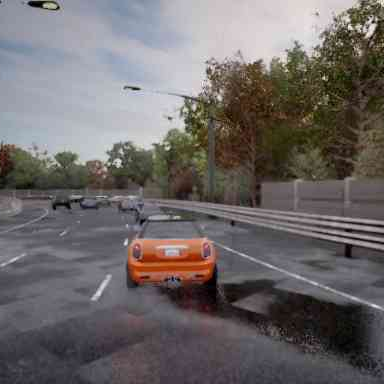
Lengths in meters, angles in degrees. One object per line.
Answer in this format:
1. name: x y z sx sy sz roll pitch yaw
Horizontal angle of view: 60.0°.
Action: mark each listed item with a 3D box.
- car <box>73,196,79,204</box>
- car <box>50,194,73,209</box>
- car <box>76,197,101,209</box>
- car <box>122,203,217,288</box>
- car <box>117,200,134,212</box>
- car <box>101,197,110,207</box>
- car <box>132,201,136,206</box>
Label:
1. car: -24.004 1.610 68.318 1.882 1.535 5.008 0 0 -39
2. car: -18.543 1.315 46.795 2.150 2.045 5.566 0 0 -27
3. car: -14.494 1.651 46.391 1.994 1.385 4.181 0 0 -26
4. car: -0.639 1.368 9.508 2.097 1.767 4.553 0 0 -5
5. car: -7.515 1.613 38.930 2.033 1.411 5.357 0 0 -20
6. car: -14.736 1.590 54.124 2.128 1.511 4.902 0 0 -29
7. car: -3.103 1.604 24.622 1.994 1.385 4.181 0 0 -15
